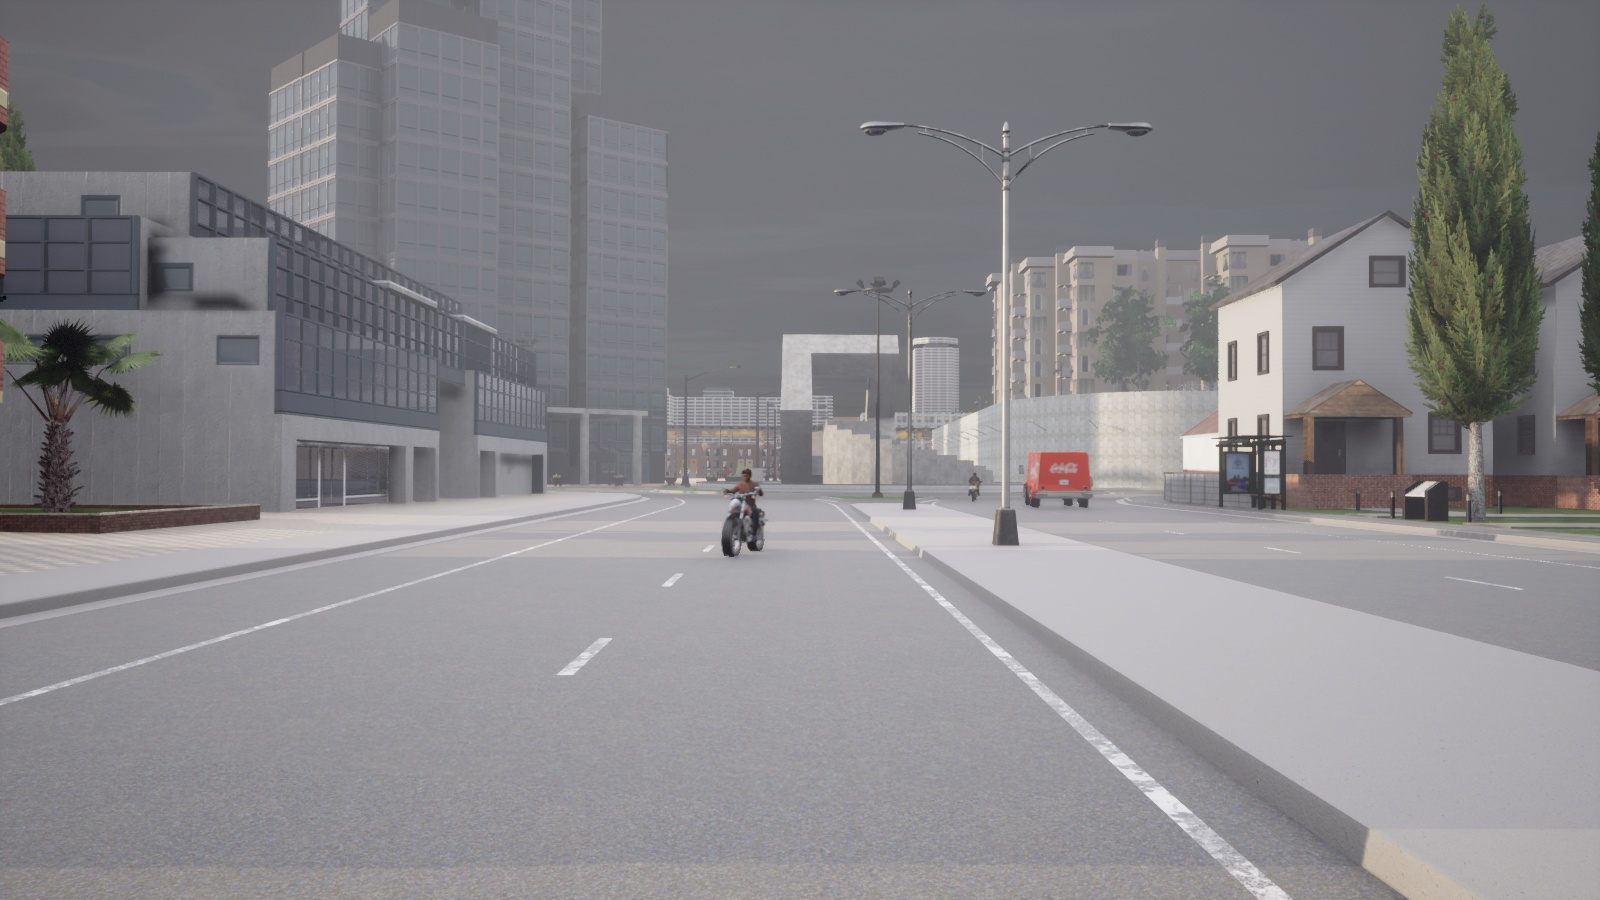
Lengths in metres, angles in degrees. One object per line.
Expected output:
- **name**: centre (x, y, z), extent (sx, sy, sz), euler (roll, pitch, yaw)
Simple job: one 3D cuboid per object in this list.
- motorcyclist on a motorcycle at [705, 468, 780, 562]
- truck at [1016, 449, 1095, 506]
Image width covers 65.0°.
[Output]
- **motorcyclist on a motorcycle**: centre (-1.045, 1.161, 23.359), extent (0.766, 1.649, 2.350), euler (-1, -1, 13)
- **truck**: centre (11.473, 1.232, 56.720), extent (2.627, 2.467, 5.204), euler (0, -1, 2)
